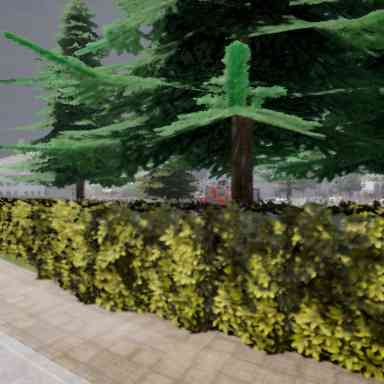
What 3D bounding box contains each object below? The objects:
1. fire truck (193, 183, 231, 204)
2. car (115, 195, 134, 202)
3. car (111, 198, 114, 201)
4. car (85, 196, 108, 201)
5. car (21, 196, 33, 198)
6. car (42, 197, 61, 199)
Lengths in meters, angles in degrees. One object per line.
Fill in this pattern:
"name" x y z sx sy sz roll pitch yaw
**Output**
"fire truck" 4.131 0.616 50.663 8.468 3.827 2.891 0 0 -39
"car" -11.184 1.811 60.108 3.806 1.475 1.970 0 0 -39
"car" -17.127 1.658 79.039 3.866 1.878 1.905 0 0 -39
"car" -25.096 1.855 89.047 5.027 1.636 2.152 0 0 -39
"car" -40.650 1.876 80.673 4.605 1.855 1.932 0 0 -39
"car" -27.253 1.889 62.642 3.633 1.501 1.845 0 0 -39
